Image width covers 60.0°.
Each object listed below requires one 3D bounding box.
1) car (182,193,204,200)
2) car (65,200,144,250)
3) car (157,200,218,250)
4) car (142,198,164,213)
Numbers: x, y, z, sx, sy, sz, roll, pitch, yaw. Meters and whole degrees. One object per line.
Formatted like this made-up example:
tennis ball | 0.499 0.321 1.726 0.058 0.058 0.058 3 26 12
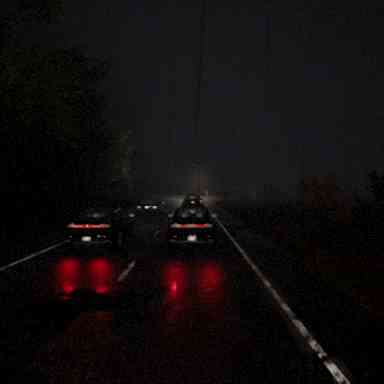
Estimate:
car | 0.077 0.921 32.150 2.097 1.767 4.553 0 1 0
car | -3.482 1.313 13.458 2.128 1.511 4.902 0 1 0
car | 0.014 1.313 13.514 2.128 1.511 4.902 0 1 0
car | -3.447 1.173 28.037 2.033 1.411 5.357 0 1 0
